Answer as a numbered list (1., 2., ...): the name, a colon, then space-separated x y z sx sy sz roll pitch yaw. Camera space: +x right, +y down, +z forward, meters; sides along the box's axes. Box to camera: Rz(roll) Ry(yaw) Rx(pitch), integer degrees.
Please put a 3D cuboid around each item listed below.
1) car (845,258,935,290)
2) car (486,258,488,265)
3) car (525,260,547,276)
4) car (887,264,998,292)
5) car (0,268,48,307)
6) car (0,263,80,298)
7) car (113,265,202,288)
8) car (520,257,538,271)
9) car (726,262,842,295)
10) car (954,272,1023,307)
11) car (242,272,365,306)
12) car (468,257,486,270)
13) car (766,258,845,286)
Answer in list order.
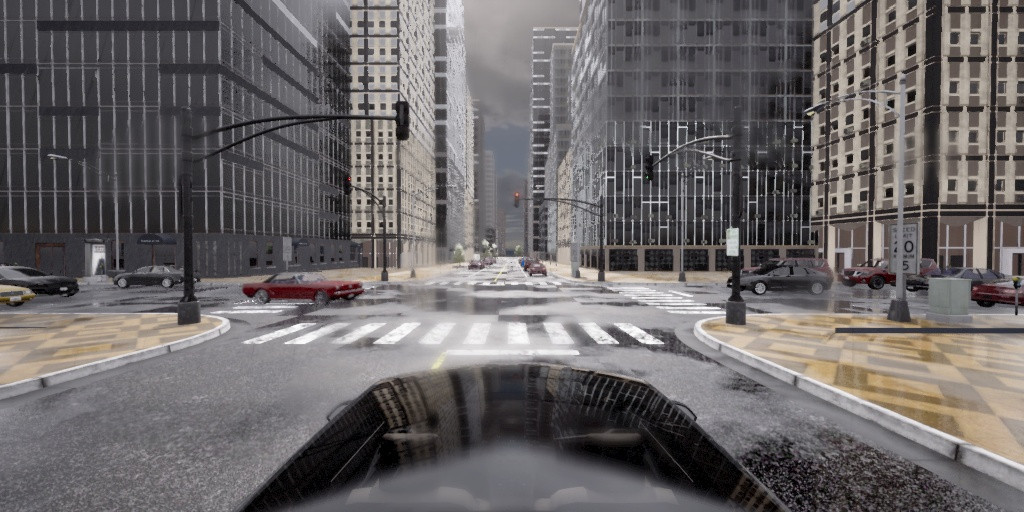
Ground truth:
1. car: 22.907 1.032 21.821 5.009 1.841 2.192 0 0 0
2. car: -5.276 1.307 58.034 1.802 1.307 4.207 0 0 0
3. car: 2.556 1.319 35.955 1.802 1.307 4.207 0 0 0
4. car: 24.008 1.305 19.220 5.357 1.411 2.033 0 1 0
5. car: -21.252 1.301 13.613 4.829 1.417 1.751 0 0 0
6. car: -22.736 1.213 16.196 5.008 1.535 1.882 0 1 0
7. car: -21.435 1.205 21.751 4.403 1.370 2.007 0 0 0
8. car: 2.585 1.047 47.004 2.192 1.841 5.009 0 0 0
9. car: 14.185 1.250 19.189 4.892 1.490 1.837 0 1 1
10. car: 20.189 1.417 13.678 4.207 1.307 1.802 0 0 0
11. car: -8.831 1.357 15.377 4.718 1.301 1.895 0 0 13
12. car: -5.280 1.169 52.509 1.967 1.591 4.097 0 0 0
13. car: 16.575 1.024 21.811 5.009 1.841 2.192 0 0 0
